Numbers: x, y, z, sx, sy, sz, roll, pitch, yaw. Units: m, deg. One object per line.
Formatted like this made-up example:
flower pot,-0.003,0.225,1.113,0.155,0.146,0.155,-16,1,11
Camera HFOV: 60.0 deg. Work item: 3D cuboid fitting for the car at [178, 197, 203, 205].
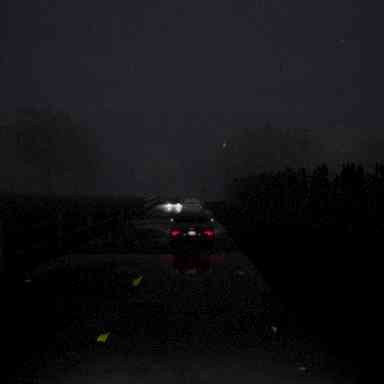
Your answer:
car,0.000,1.378,29.660,1.812,1.442,4.674,0,1,0

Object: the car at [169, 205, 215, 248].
car,0.000,1.537,14.654,2.033,1.411,5.357,0,0,0

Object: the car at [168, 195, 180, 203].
car,-2.751,1.101,52.650,1.895,1.301,4.718,0,1,0
